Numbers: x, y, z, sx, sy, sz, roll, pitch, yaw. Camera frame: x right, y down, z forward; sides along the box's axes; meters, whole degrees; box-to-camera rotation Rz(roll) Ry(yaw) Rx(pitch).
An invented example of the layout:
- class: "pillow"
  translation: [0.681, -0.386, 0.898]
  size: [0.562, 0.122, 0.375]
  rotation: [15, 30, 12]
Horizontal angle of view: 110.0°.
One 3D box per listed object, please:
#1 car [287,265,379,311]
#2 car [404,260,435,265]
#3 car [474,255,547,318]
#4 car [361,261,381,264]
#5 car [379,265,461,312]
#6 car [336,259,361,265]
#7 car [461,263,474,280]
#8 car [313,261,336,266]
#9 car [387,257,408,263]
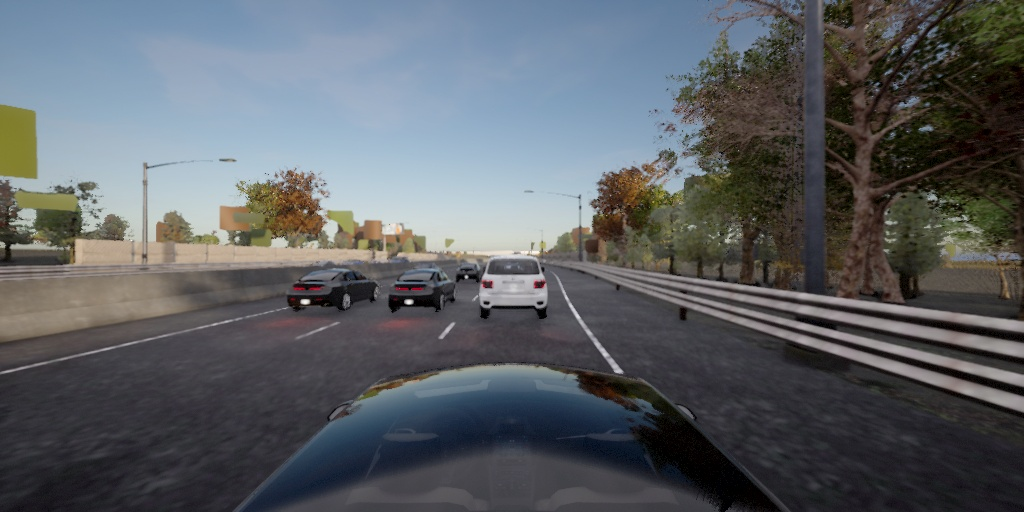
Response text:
- class: "car"
  translation: [-6.928, 1.281, 14.461]
  size: [1.837, 1.490, 4.892]
  rotation: [0, 0, 0]
- class: "car"
  translation: [-6.928, 1.302, 29.433]
  size: [2.128, 1.511, 4.902]
  rotation: [0, 0, 0]
- class: "car"
  translation: [0.066, 0.996, 13.294]
  size: [2.150, 2.045, 5.566]
  rotation: [0, 0, 0]
- class: "car"
  translation: [-21.050, 1.449, 55.280]
  size: [1.994, 1.385, 4.181]
  rotation: [0, 0, 0]
- class: "car"
  translation: [-3.428, 1.281, 14.404]
  size: [1.837, 1.490, 4.892]
  rotation: [0, 0, 0]
- class: "car"
  translation: [-24.549, 1.237, 55.086]
  size: [2.097, 1.767, 4.553]
  rotation: [0, 0, 0]
- class: "car"
  translation: [-3.427, 1.317, 29.492]
  size: [1.837, 1.490, 4.892]
  rotation: [0, 0, 0]
- class: "car"
  translation: [-28.049, 1.406, 53.819]
  size: [1.812, 1.442, 4.674]
  rotation: [0, 0, 0]
- class: "car"
  translation: [-17.553, 1.106, 55.495]
  size: [2.150, 2.045, 5.566]
  rotation: [0, 0, 1]
